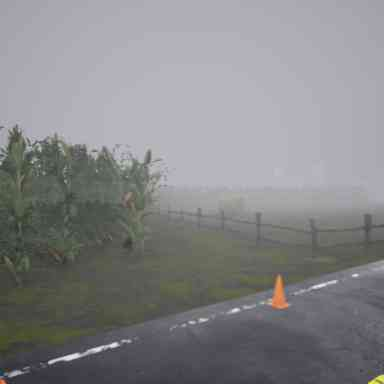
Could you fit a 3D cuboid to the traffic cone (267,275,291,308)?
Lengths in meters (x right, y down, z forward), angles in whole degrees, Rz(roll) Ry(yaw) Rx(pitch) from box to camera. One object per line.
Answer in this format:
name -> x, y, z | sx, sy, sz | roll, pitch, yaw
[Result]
traffic cone -> 1.748, 1.963, 6.661 | 0.340, 0.580, 0.340 | 0, 0, -36
